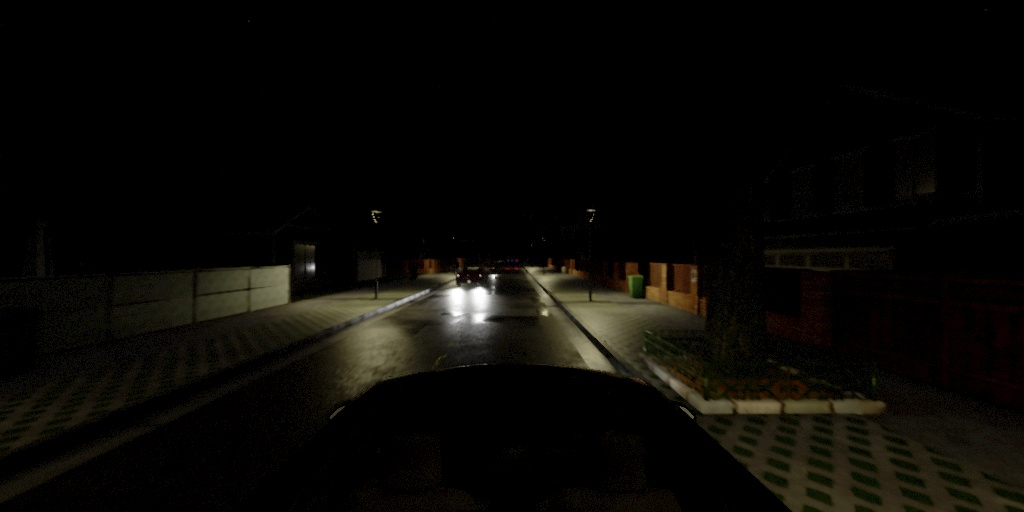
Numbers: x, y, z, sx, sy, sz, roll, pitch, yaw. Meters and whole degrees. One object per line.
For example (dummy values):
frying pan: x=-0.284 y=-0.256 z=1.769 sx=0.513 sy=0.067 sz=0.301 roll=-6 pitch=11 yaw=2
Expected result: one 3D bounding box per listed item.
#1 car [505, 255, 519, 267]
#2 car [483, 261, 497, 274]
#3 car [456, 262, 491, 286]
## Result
car: x=0.009 y=0.883 z=61.658 sx=2.150 sy=2.045 sz=5.566 roll=0 pitch=0 yaw=0
car: x=-2.744 y=1.282 z=41.511 sx=1.812 sy=1.442 sz=4.674 roll=0 pitch=0 yaw=0
car: x=-2.760 y=1.346 z=25.374 sx=1.895 sy=1.301 sz=4.718 roll=0 pitch=0 yaw=0
